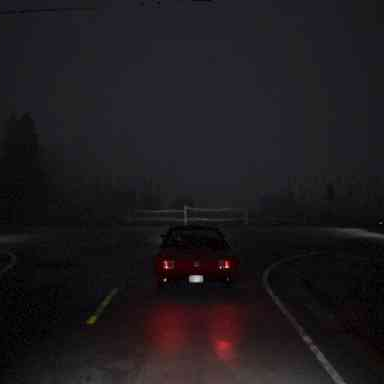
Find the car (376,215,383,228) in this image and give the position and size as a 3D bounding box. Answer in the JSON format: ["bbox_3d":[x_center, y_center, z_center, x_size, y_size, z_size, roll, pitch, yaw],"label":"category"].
[{"bbox_3d":[12.692,1.453,18.042,4.892,1.490,1.837,0,0,3],"label":"car"}]

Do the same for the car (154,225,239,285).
[{"bbox_3d":[0.031,1.589,9.428,1.895,1.301,4.718,0,0,-2],"label":"car"}]
